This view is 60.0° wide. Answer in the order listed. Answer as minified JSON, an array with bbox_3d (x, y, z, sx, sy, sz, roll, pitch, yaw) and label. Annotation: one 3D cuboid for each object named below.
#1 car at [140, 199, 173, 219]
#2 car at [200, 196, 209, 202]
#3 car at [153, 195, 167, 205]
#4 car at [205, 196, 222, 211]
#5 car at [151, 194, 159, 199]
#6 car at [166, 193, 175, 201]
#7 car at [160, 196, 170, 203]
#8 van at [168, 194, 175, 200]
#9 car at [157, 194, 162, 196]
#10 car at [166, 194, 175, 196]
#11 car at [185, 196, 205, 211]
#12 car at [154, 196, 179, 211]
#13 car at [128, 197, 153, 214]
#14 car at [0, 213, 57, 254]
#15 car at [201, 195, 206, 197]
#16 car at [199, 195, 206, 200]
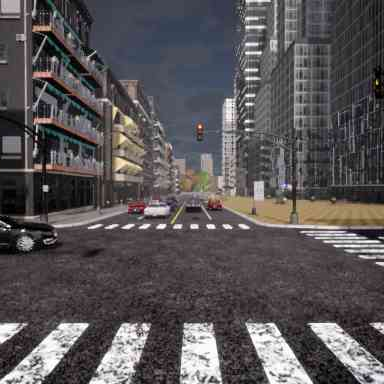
[{"bbox_3d":[-3.047,1.597,29.430,1.895,1.301,4.718,0,0,0],"label":"car"},{"bbox_3d":[2.781,1.548,74.967,1.887,1.381,4.507,-1,0,0],"label":"car"},{"bbox_3d":[-5.598,1.439,57.977,1.967,1.590,4.097,-1,0,0],"label":"car"},{"bbox_3d":[2.720,1.541,41.073,1.887,1.381,4.507,-1,0,0],"label":"car"},{"bbox_3d":[-5.629,1.436,41.031,1.967,1.590,4.097,-1,0,0],"label":"car"},{"bbox_3d":[-5.549,1.322,86.222,2.192,1.841,5.009,-1,0,0],"label":"car"},{"bbox_3d":[-5.576,1.584,69.276,1.802,1.307,4.206,-1,0,0],"label":"car"},{"bbox_3d":[-5.538,1.351,91.870,1.690,1.788,3.998,-1,0,0],"label":"van"},{"bbox_3d":[-5.610,1.312,52.329,2.192,1.841,5.009,-1,0,0],"label":"car"},{"bbox_3d":[-2.999,1.502,49.671,1.837,1.490,4.892,0,0,0],"label":"car"},{"bbox_3d":[0.168,1.543,40.193,2.033,1.411,5.357,0,0,0],"label":"car"},{"bbox_3d":[-3.017,1.560,39.490,1.994,1.385,4.181,0,0,1],"label":"car"},{"bbox_3d":[-5.637,1.540,35.382,1.887,1.381,4.507,-1,0,0],"label":"car"},{"bbox_3d":[-7.794,1.525,12.647,4.892,1.490,1.837,-1,2,-15],"label":"car"},{"bbox_3d":[2.761,1.551,63.668,2.008,1.369,4.403,-1,0,0],"label":"car"},{"bbox_3d":[2.812,1.535,92.084,1.752,1.417,4.829,-1,0,0],"label":"car"}]
